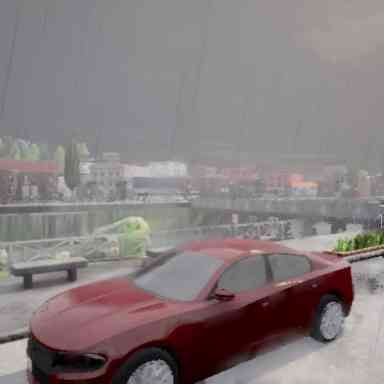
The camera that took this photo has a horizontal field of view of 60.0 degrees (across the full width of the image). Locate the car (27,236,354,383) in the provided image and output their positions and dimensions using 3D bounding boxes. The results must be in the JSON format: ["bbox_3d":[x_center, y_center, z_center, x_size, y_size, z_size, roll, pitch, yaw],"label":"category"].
[{"bbox_3d":[0.365,1.479,4.868,5.008,1.535,1.882,0,0,-36],"label":"car"}]
